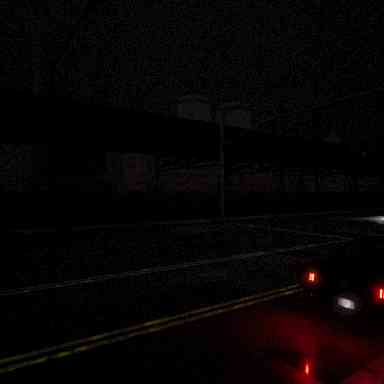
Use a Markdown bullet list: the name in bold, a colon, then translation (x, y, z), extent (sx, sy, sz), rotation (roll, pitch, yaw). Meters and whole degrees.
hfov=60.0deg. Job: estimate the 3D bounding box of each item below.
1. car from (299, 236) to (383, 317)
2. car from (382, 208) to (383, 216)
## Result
- **car**: translation (4.439, 1.601, 6.919), extent (4.718, 1.301, 1.895), rotation (0, 0, -35)
- **car**: translation (19.269, 1.556, 30.559), extent (4.181, 1.385, 1.994), rotation (0, 0, -35)
